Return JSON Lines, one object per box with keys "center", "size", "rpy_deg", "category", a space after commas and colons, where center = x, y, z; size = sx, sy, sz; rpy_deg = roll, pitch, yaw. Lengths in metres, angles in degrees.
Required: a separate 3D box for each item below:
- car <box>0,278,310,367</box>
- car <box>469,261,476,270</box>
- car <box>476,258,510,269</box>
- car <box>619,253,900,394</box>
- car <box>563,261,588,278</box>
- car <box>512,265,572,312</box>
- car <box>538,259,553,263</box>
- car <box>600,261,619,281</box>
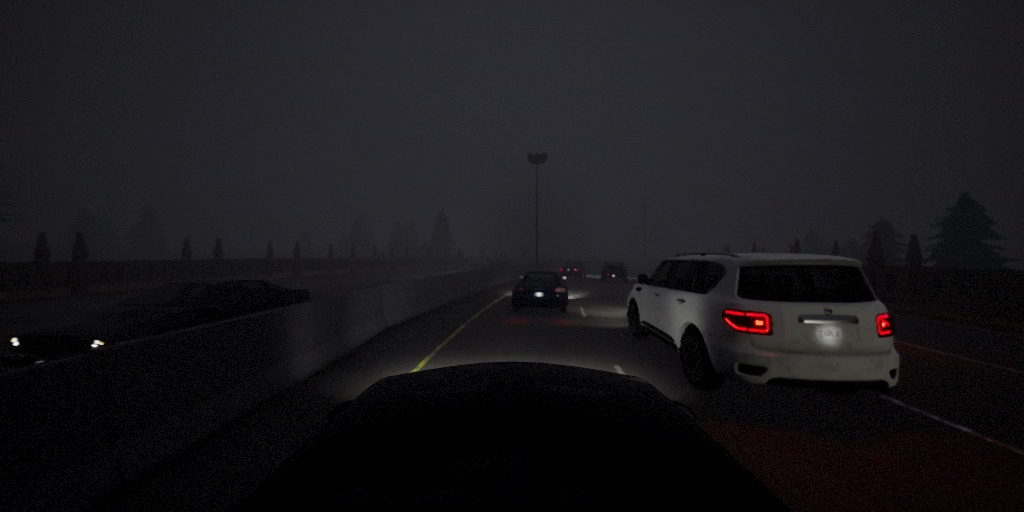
{"center": [-6.772, 1.214, 7.992], "size": [2.033, 1.411, 5.357], "rpy_deg": [0, 0, 5], "category": "car"}
{"center": [-3.629, 1.022, 46.351], "size": [1.882, 1.535, 5.008], "rpy_deg": [0, 0, 26], "category": "car"}
{"center": [-1.823, 1.053, 41.901], "size": [2.128, 1.511, 4.902], "rpy_deg": [0, 0, 24], "category": "car"}
{"center": [3.866, 0.963, 6.857], "size": [2.150, 2.045, 5.566], "rpy_deg": [0, 0, 4], "category": "car"}
{"center": [5.421, 1.168, 31.453], "size": [2.033, 1.411, 5.357], "rpy_deg": [0, 0, 20], "category": "car"}
{"center": [1.168, 1.246, 13.993], "size": [1.994, 1.385, 4.181], "rpy_deg": [0, 0, 8], "category": "car"}
{"center": [4.344, 1.124, 46.846], "size": [2.033, 1.411, 5.357], "rpy_deg": [0, 0, 28], "category": "car"}
{"center": [7.967, 1.151, 27.890], "size": [1.837, 1.490, 4.892], "rpy_deg": [0, 0, 17], "category": "car"}
